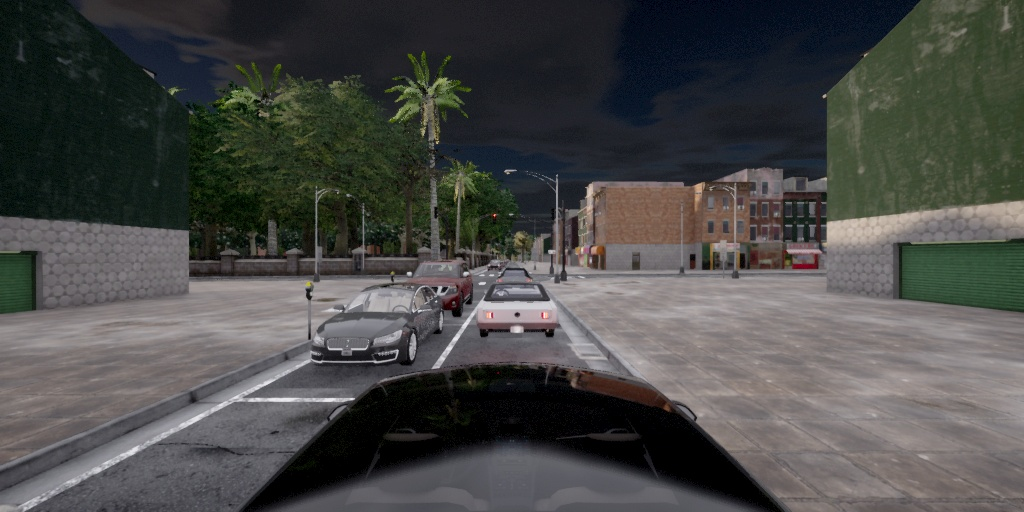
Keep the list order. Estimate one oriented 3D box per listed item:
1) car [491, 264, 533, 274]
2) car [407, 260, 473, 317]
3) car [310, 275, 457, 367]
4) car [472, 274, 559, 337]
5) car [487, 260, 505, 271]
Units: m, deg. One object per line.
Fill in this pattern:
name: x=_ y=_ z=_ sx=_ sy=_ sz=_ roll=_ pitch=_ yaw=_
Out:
car: x=0.163 y=1.324 z=19.396 sx=1.994 sy=1.385 sz=4.181 roll=0 pitch=0 yaw=2
car: x=-2.602 y=1.068 z=13.346 sx=2.192 sy=1.841 sz=5.009 roll=0 pitch=0 yaw=0
car: x=-2.619 y=1.301 z=7.883 sx=2.007 sy=1.370 sz=4.403 roll=0 pitch=0 yaw=0
car: x=0.126 y=1.352 z=10.224 sx=1.895 sy=1.301 sz=4.718 roll=0 pitch=0 yaw=0
car: x=-2.480 y=1.292 z=51.493 sx=1.967 sy=1.591 sz=4.097 roll=0 pitch=0 yaw=0
